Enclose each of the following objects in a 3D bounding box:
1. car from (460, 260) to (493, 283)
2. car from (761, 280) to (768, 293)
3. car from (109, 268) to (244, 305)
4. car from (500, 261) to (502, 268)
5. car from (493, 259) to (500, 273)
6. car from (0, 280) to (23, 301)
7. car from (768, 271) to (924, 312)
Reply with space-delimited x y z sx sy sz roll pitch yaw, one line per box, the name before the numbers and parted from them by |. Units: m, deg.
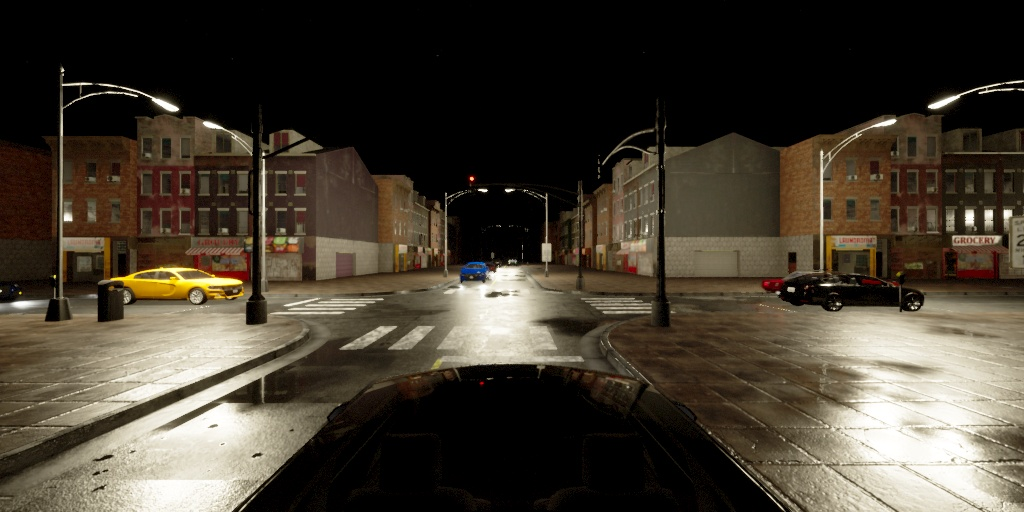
car | -2.824 1.239 27.935 1.882 1.535 5.008 0 0 1
car | 13.829 1.306 15.659 4.718 1.301 1.895 0 0 -1
car | -14.588 1.271 15.747 5.008 1.535 1.882 0 0 2
car | -2.734 1.304 61.909 1.837 1.490 4.892 0 0 0
car | -2.832 1.337 42.260 1.994 1.385 4.181 0 0 0
car | -24.592 1.391 15.776 4.181 1.385 1.994 0 0 0
car | 12.358 1.267 13.195 4.313 1.339 1.948 0 0 0
